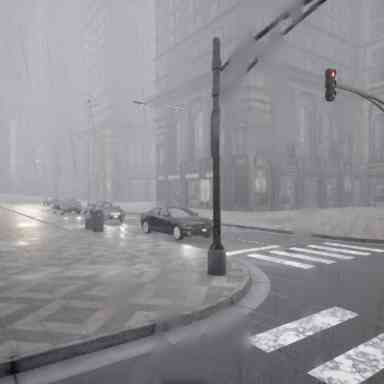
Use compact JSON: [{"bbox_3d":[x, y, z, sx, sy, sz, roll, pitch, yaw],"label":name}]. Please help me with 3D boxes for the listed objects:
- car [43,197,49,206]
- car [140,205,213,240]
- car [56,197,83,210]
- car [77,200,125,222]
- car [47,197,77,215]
[{"bbox_3d":[-21.983,1.446,52.116,1.812,1.442,4.674,0,0,-35],"label":"car"},{"bbox_3d":[-0.894,1.470,17.211,1.882,1.535,5.008,0,0,-36],"label":"car"},{"bbox_3d":[-16.342,1.489,44.301,2.033,1.411,5.357,0,0,-35],"label":"car"},{"bbox_3d":[-6.807,1.480,25.499,2.128,1.511,4.902,0,0,-36],"label":"car"},{"bbox_3d":[-12.954,1.518,34.131,2.033,1.411,5.357,0,0,-35],"label":"car"}]
